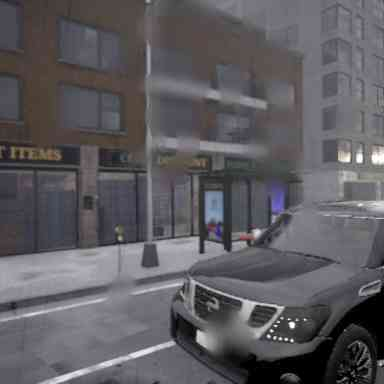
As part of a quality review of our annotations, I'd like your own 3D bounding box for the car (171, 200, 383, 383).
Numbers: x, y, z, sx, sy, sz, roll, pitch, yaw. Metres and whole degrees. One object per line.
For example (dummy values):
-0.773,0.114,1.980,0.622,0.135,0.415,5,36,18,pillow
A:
2.388,1.176,5.082,5.566,2.045,2.150,-1,0,-35,car
